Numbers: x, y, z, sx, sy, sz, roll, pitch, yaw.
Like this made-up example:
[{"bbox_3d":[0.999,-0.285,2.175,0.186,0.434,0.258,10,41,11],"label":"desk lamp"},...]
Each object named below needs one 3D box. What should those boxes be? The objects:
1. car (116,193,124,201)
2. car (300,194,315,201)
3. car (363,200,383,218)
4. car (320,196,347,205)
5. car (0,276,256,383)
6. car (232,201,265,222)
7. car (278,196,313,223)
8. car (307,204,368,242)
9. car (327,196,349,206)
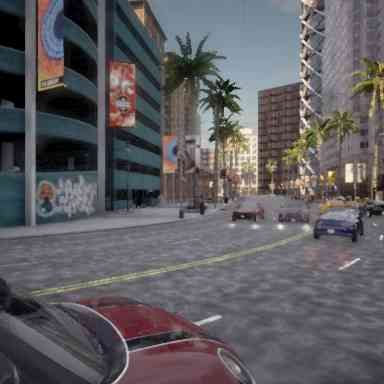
[{"bbox_3d":[-11.626,0.977,53.577,2.435,2.045,5.566,0,0,10],"label":"car"},{"bbox_3d":[29.243,1.301,83.729,2.185,1.767,4.553,0,0,10],"label":"car"},{"bbox_3d":[16.505,1.501,30.191,1.837,1.490,4.892,0,0,11],"label":"car"},{"bbox_3d":[13.068,1.467,30.852,1.882,1.535,5.008,0,0,11],"label":"car"},{"bbox_3d":[-1.642,1.349,2.107,4.553,1.767,2.097,0,0,-35],"label":"car"},{"bbox_3d":[4.568,1.493,26.457,1.882,1.535,5.008,0,0,21],"label":"car"},{"bbox_3d":[7.849,1.388,25.238,2.097,1.767,4.553,0,0,21],"label":"car"},{"bbox_3d":[7.288,1.524,16.393,1.812,1.442,4.674,0,0,33],"label":"car"},{"bbox_3d":[24.054,1.449,54.816,2.231,1.521,4.892,0,0,10],"label":"car"}]
